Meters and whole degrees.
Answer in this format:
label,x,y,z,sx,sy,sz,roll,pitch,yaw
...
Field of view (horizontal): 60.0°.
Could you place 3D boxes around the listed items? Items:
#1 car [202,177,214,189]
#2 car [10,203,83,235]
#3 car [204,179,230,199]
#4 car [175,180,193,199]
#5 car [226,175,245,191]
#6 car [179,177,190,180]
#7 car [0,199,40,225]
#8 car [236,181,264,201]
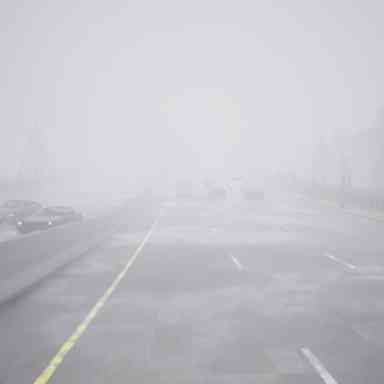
label,x,y,z,sx,sy,sz,roll,pitch,yaw
car,2.461,-1.355,47.413,1.882,1.535,5.008,0,7,-1
car,-7.521,1.483,17.998,1.895,1.301,4.718,0,2,-1
car,2.701,-0.174,37.120,1.882,1.535,5.008,0,7,-1
car,-0.848,-0.058,36.652,2.033,1.411,5.357,0,7,-1
car,5.922,-1.361,45.292,2.150,2.045,5.566,0,7,-1
car,-1.086,-1.317,47.015,1.882,1.535,5.008,0,7,-1
car,-11.069,1.228,20.971,2.128,1.511,4.902,0,3,-1
car,6.239,0.038,35.302,1.882,1.535,5.008,0,6,-1
